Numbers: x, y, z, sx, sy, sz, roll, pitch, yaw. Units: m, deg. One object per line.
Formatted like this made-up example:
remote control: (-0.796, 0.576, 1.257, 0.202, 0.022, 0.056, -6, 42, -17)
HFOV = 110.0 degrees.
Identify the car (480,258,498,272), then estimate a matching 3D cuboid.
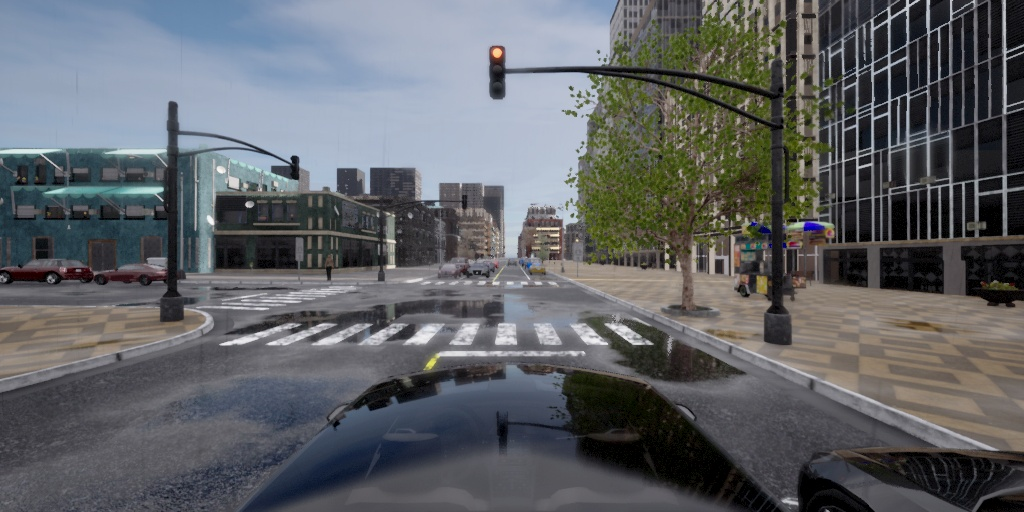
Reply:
car: (-3.081, 1.317, 43.828, 1.994, 1.385, 4.181, 0, 0, 0)

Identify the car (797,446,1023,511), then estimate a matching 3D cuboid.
car: (2.691, 1.316, 0.476, 1.948, 1.339, 4.313, 0, 0, 0)

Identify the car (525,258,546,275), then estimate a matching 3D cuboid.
car: (2.706, 1.278, 38.676, 1.751, 1.417, 4.829, 0, 0, 0)

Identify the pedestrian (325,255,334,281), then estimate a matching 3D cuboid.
pedestrian: (-12.739, 0.788, 24.963, 0.375, 1.860, 0.375, 0, -1, -1)

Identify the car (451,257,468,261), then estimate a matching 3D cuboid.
car: (-5.674, 1.067, 38.507, 2.192, 1.841, 5.009, 0, 0, 0)

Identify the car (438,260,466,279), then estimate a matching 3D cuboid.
car: (-5.676, 1.334, 32.956, 1.802, 1.307, 4.207, 0, 0, 0)

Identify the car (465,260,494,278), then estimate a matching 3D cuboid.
car: (-3.085, 1.316, 33.779, 1.994, 1.385, 4.181, 0, 0, 0)

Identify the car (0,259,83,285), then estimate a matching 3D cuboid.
car: (-28.360, 0.879, 21.800, 4.097, 1.591, 1.967, 0, 0, -1)

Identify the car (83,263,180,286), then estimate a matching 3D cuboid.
car: (-22.812, 1.089, 21.876, 4.207, 1.307, 1.802, 0, 0, -1)

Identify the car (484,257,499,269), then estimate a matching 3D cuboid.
car: (-3.061, 1.232, 55.746, 1.882, 1.535, 5.008, 0, 0, 0)

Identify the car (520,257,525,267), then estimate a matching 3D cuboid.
car: (2.713, 1.305, 55.159, 2.007, 1.370, 4.403, 0, 0, 0)

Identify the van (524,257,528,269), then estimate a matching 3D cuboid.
van: (2.709, 1.094, 44.057, 1.690, 1.789, 3.998, 0, 0, 0)
